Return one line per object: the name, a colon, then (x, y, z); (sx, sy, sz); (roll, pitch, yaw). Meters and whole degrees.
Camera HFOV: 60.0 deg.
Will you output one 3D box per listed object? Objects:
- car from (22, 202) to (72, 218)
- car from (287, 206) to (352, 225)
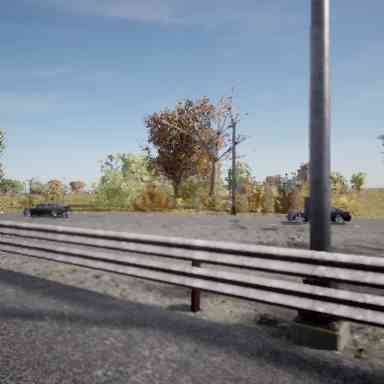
car: (-14.436, 1.751, 33.145); (4.892, 1.490, 1.837); (0, 0, 12)
car: (10.566, 1.856, 27.820); (5.008, 1.535, 1.882); (0, 0, 12)
